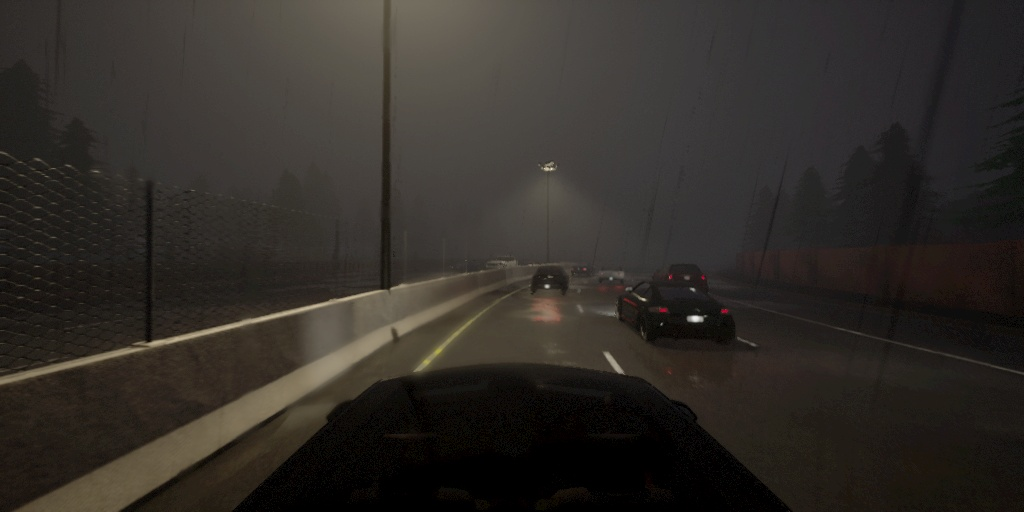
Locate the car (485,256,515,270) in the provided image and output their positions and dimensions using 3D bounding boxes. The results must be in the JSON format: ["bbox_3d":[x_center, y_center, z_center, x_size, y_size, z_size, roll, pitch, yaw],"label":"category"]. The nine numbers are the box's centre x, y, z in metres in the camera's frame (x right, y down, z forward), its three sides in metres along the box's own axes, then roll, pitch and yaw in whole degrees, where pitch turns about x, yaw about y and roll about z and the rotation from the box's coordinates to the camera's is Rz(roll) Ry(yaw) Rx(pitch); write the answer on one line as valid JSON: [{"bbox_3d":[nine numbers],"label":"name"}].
[{"bbox_3d":[-1.239,0.986,44.089,2.150,2.045,5.566,0,0,24],"label":"car"}]

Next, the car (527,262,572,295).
[{"bbox_3d":[2.238,1.274,20.296,1.837,1.490,4.892,0,0,11],"label":"car"}]

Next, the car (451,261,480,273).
[{"bbox_3d":[-5.460,1.268,43.119,1.812,1.442,4.674,0,0,24],"label":"car"}]

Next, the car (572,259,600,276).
[{"bbox_3d":[7.483,1.352,37.462,2.033,1.411,5.357,0,0,23],"label":"car"}]

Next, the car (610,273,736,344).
[{"bbox_3d":[4.160,1.338,9.782,1.994,1.385,4.181,0,0,5],"label":"car"}]

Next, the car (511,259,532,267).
[{"bbox_3d":[1.981,1.380,42.800,1.895,1.301,4.718,0,0,24],"label":"car"}]

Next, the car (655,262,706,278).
[{"bbox_3d":[9.442,1.158,20.477,2.097,1.767,4.553,0,0,12],"label":"car"}]

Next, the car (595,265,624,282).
[{"bbox_3d":[8.091,1.404,28.980,1.895,1.301,4.718,0,0,17],"label":"car"}]
